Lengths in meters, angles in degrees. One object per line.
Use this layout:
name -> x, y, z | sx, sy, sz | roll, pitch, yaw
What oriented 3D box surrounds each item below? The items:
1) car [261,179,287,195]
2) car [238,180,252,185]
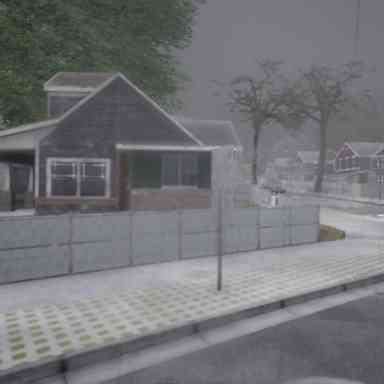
car -> 10.974, -0.709, 44.882 | 2.150, 2.045, 5.566 | 1, 4, -3
car -> 10.182, -1.341, 61.715 | 1.812, 1.442, 4.674 | 1, 3, -3
